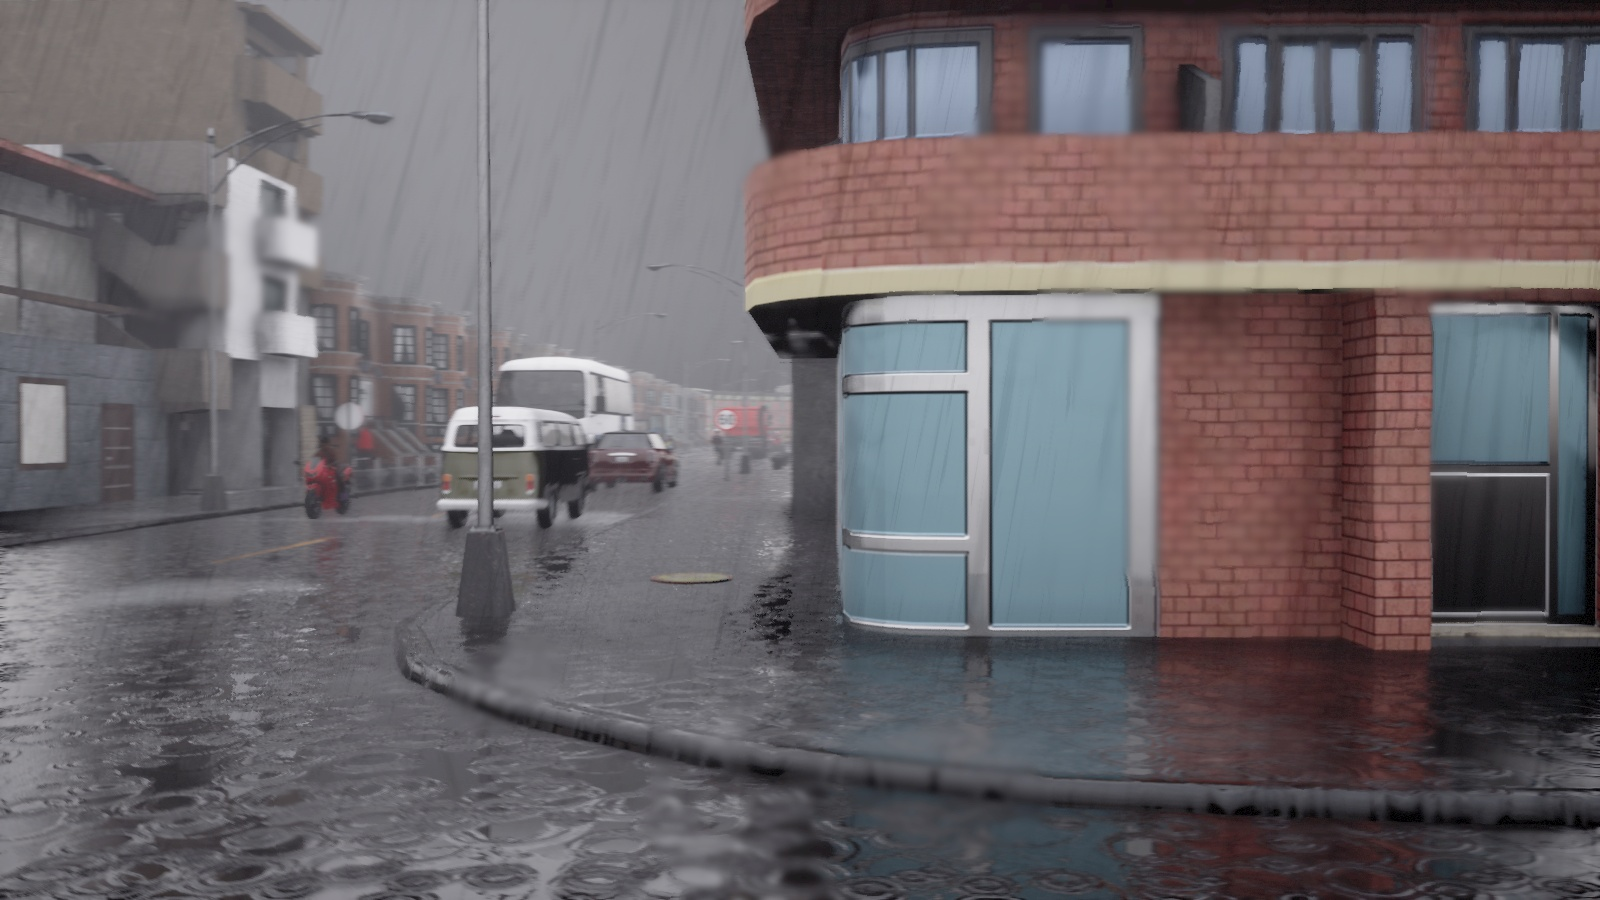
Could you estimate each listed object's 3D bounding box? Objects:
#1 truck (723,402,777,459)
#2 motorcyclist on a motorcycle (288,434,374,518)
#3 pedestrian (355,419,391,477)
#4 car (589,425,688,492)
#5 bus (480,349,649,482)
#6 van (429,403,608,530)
[{"bbox_3d":[-3.129,-1.232,81.081,2.891,3.462,7.936,0,1,2],"label":"truck"},{"bbox_3d":[-8.836,0.453,23.751,0.797,1.523,2.044,0,1,2],"label":"motorcyclist on a motorcycle"},{"bbox_3d":[-13.652,-0.059,40.175,0.899,1.844,0.634,0,1,5],"label":"pedestrian"},{"bbox_3d":[-4.493,0.197,35.568,2.097,1.767,4.553,0,1,2],"label":"car"},{"bbox_3d":[-8.200,-1.187,45.525,3.944,4.253,10.273,0,1,2],"label":"bus"},{"bbox_3d":[-4.872,0.232,22.433,2.069,2.038,4.480,0,1,2],"label":"van"}]
